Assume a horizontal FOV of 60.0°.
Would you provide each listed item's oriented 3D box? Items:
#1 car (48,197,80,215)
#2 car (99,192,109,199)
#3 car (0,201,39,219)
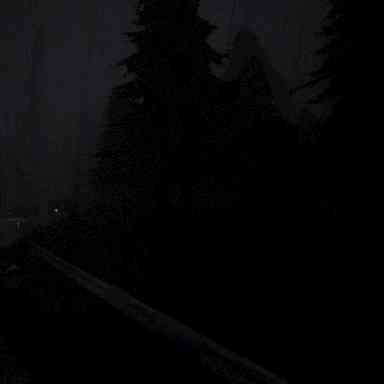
[{"bbox_3d":[-11.617,1.237,30.325,1.837,1.490,4.892,-3,1,-5],"label":"car"},{"bbox_3d":[-18.429,0.743,69.936,1.882,1.535,5.008,-3,1,-16],"label":"car"},{"bbox_3d":[-14.882,1.516,28.794,1.994,1.385,4.181,-3,1,-5],"label":"car"}]
